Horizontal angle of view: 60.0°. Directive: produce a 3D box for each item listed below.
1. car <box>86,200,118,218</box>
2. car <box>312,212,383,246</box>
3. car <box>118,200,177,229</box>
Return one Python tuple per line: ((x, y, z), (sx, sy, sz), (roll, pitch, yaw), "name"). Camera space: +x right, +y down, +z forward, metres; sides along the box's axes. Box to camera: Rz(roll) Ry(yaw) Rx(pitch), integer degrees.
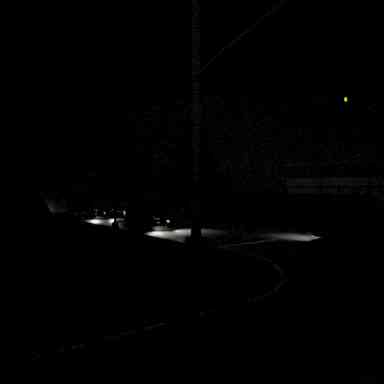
((-8.378, 1.505, 30.099), (1.837, 1.490, 4.892), (0, 0, -26), "car")
((7.736, 1.547, 13.631), (2.033, 1.411, 5.357), (0, 0, -36), "car")
((-2.846, 1.505, 21.858), (1.837, 1.490, 4.892), (0, 0, -36), "car")
